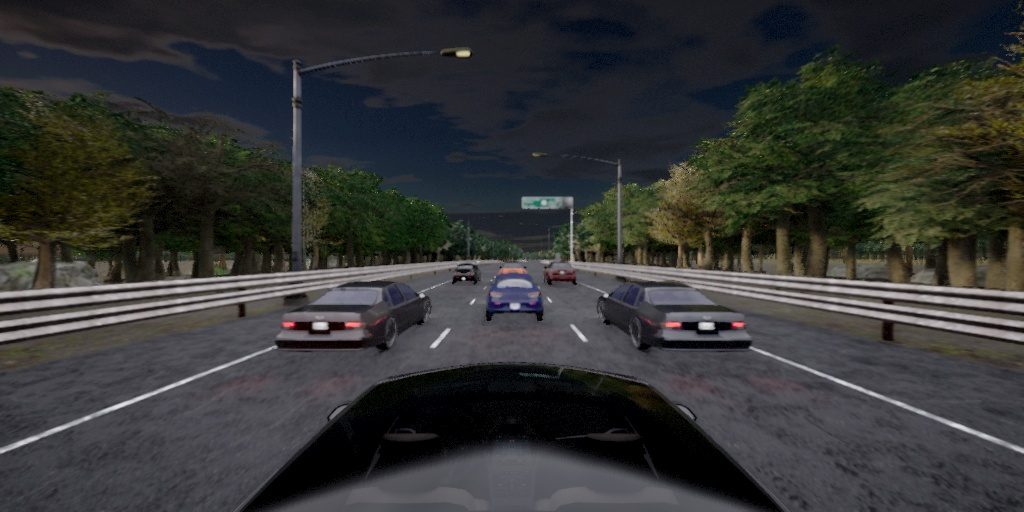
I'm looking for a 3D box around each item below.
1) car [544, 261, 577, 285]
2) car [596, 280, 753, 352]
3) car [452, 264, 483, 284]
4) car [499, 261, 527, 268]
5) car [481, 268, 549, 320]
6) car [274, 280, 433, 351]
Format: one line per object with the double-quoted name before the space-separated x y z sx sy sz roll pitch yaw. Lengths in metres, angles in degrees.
"car" 3.567 1.193 27.443 2.097 1.767 4.553 0 0 0
"car" 3.546 1.321 9.005 2.033 1.411 5.357 0 0 1
"car" -3.428 1.350 27.875 1.837 1.490 4.892 0 0 0
"car" 0.068 1.193 27.442 2.097 1.767 4.553 0 0 0
"car" 0.070 1.312 12.731 1.812 1.442 4.674 0 -1 -1
"car" -3.454 1.321 9.011 2.033 1.411 5.357 0 0 1
